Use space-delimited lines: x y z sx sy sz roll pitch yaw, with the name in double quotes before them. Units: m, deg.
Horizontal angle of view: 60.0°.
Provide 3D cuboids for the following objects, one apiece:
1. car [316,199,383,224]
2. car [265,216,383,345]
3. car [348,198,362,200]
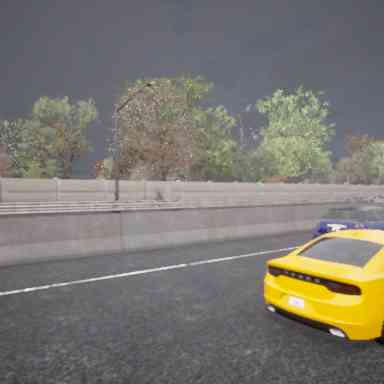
"car" 6.805 1.325 12.923 4.553 1.767 2.097 0 0 -35
"car" 3.579 1.464 6.361 5.008 1.535 1.882 0 0 -35
"car" 22.581 1.485 45.871 4.181 1.385 1.994 0 0 -35
